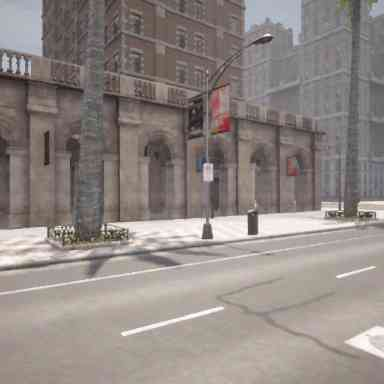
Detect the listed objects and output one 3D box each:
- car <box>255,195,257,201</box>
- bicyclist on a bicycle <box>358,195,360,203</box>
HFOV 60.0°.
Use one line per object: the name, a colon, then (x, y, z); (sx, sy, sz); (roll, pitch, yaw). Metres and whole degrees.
car: (13.931, 1.384, 73.235); (2.033, 1.411, 5.357); (0, 0, -37)
bicyclist on a bicycle: (31.055, 1.298, 62.244); (1.656, 1.620, 0.582); (0, 0, -36)
